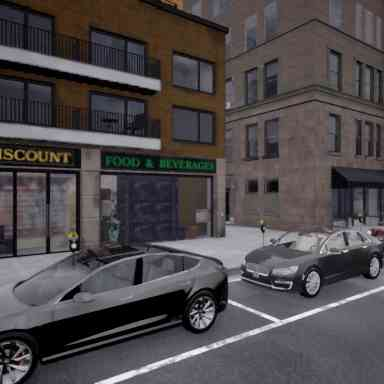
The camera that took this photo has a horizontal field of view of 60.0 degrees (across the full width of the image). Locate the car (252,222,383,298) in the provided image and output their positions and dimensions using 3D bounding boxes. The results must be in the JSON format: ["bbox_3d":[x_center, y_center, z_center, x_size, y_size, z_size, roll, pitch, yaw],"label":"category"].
[{"bbox_3d":[3.160,1.551,8.405,4.403,1.369,2.008,0,0,-35],"label":"car"}]

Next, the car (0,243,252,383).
[{"bbox_3d":[-1.349,1.566,5.224,4.313,1.339,1.947,0,0,-35],"label":"car"}]
